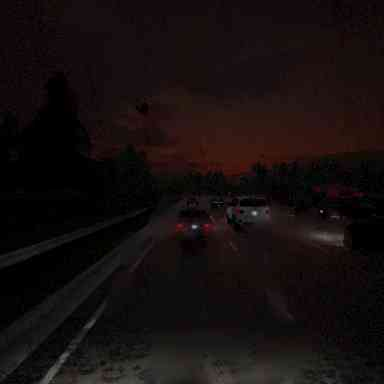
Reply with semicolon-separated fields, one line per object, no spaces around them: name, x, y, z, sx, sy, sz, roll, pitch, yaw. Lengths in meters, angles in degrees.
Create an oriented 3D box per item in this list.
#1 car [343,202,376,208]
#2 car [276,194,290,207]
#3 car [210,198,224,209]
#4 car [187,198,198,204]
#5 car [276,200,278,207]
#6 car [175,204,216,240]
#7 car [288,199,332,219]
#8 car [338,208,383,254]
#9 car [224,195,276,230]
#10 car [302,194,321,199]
car;14.093;1.603;28.191;1.812;1.442;4.674;0;0;0
car;14.082;1.365;53.021;2.150;2.045;5.566;0;0;0
car;3.584;1.618;47.419;2.128;1.511;4.902;0;0;0
car;0.080;1.730;62.627;1.994;1.385;4.181;0;0;0
car;7.089;1.693;34.191;1.895;1.301;4.718;0;0;0
car;0.094;1.594;17.202;2.033;1.411;5.357;0;0;0
car;10.588;1.628;29.677;2.033;1.411;5.357;0;0;0
car;7.096;1.524;11.617;2.128;1.511;4.902;0;0;0
car;3.593;1.281;21.728;2.150;2.045;5.566;0;0;0
car;22.900;1.387;64.120;3.866;1.878;1.905;0;0;0
